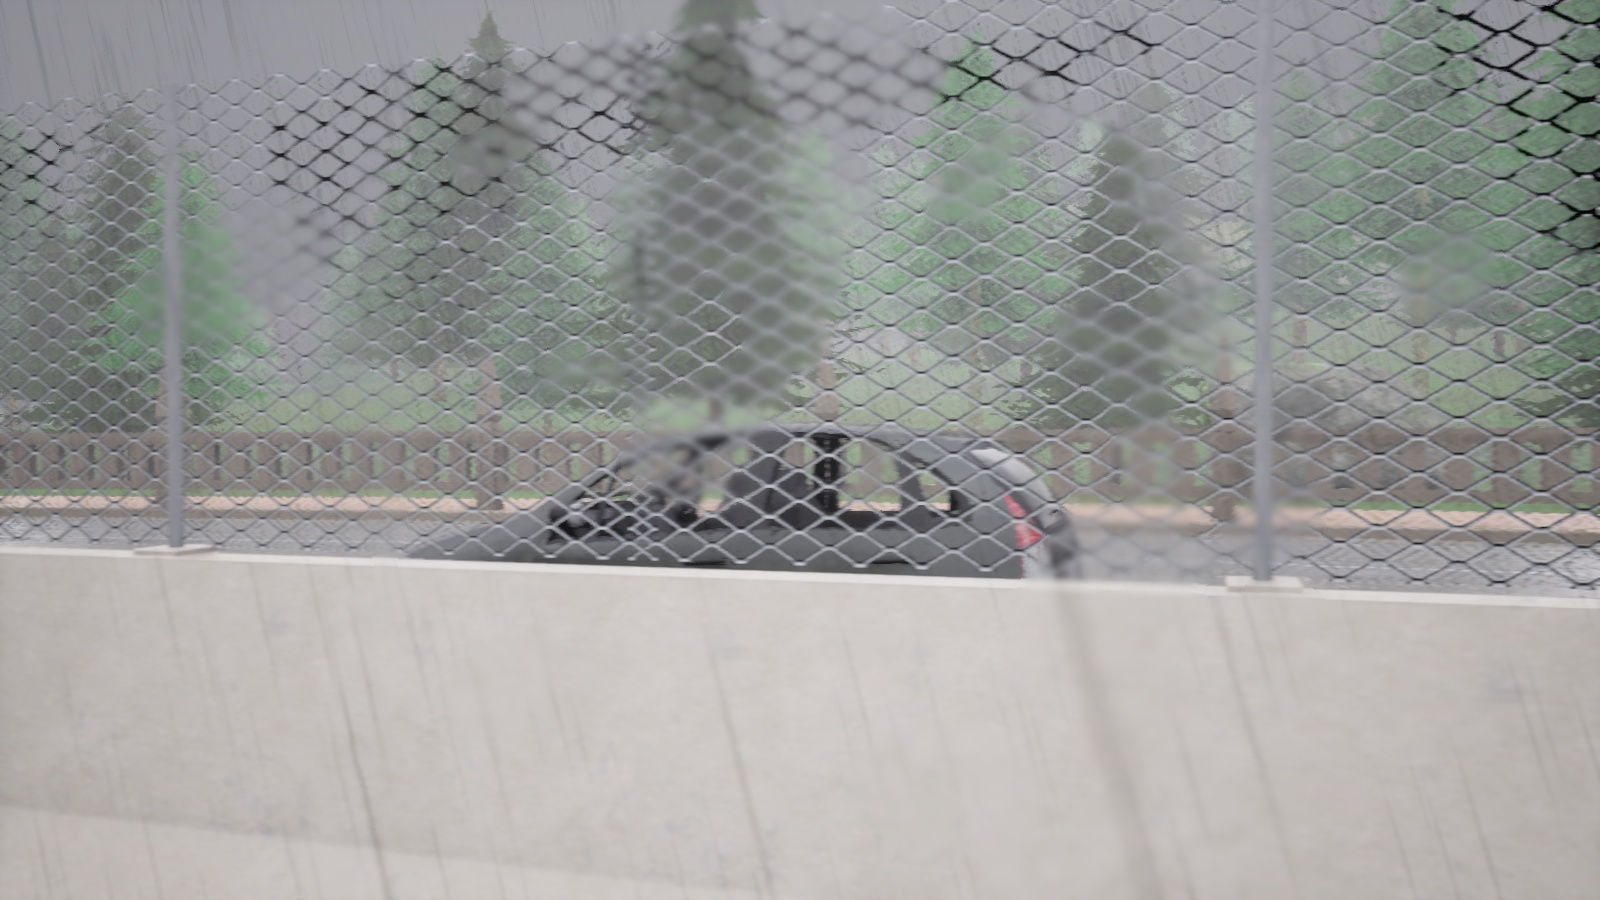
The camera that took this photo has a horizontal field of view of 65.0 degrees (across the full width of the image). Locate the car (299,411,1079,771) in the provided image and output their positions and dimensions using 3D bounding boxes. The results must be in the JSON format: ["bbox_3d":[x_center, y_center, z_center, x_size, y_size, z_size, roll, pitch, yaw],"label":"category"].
[{"bbox_3d":[-0.540,0.604,7.113,3.988,1.617,1.851,1,1,17],"label":"car"}]
